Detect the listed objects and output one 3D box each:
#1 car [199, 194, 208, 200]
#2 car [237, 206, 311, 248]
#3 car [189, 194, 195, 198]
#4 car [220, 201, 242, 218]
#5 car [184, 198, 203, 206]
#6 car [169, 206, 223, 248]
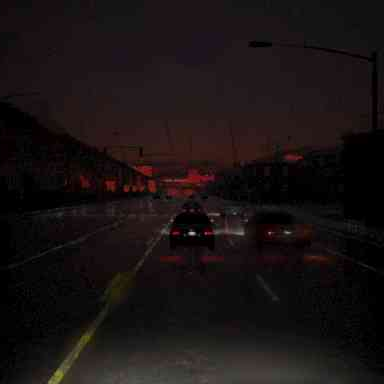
[{"bbox_3d":[3.500,1.453,94.882,2.128,1.511,4.902,0,0,0],"label":"car"},{"bbox_3d":[3.500,1.561,14.595,2.033,1.411,5.357,0,0,0],"label":"car"},{"bbox_3d":[0.000,1.428,94.879,1.837,1.490,4.892,0,0,0],"label":"car"},{"bbox_3d":[3.500,1.531,29.595,1.812,1.442,4.674,0,0,0],"label":"car"},{"bbox_3d":[0.000,1.561,29.595,2.033,1.411,5.357,0,0,0],"label":"car"},{"bbox_3d":[0.000,1.561,14.595,2.033,1.411,5.357,0,0,0],"label":"car"}]
